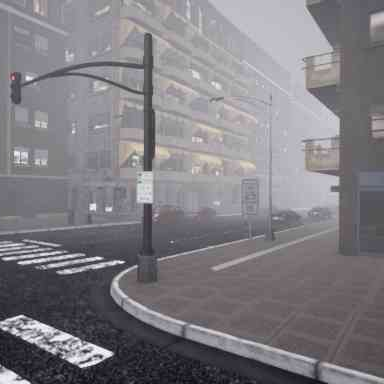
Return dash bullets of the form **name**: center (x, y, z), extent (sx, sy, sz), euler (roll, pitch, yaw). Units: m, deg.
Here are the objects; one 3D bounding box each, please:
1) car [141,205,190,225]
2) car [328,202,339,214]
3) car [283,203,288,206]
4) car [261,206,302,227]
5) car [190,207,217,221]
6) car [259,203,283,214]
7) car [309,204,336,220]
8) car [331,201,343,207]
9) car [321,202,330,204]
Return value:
- **car**: center (-2.372, 1.819, 27.527), extent (1.967, 1.590, 4.097), euler (-1, -1, 35)
- **car**: center (20.732, 2.457, 46.231), extent (1.752, 1.417, 4.829), euler (-1, -2, 35)
- **car**: center (13.708, 2.402, 50.692), extent (1.752, 1.417, 4.829), euler (-1, -1, 35)
- **car**: center (7.692, 2.094, 27.444), extent (1.947, 1.339, 4.313), euler (-1, -2, 35)
- **car**: center (0.863, 2.061, 32.185), extent (1.802, 1.307, 4.206), euler (-1, -1, 35)
- **car**: center (10.569, 2.324, 46.170), extent (1.887, 1.381, 4.507), euler (-1, -1, 35)
- **car**: center (14.164, 2.294, 36.767), extent (1.947, 1.339, 4.313), euler (-1, -2, 35)
- **car**: center (36.428, 3.019, 83.483), extent (1.967, 1.590, 4.097), euler (-1, -1, 35)
- **car**: center (19.502, 2.544, 48.921), extent (1.895, 1.301, 4.718), euler (0, -1, 35)
